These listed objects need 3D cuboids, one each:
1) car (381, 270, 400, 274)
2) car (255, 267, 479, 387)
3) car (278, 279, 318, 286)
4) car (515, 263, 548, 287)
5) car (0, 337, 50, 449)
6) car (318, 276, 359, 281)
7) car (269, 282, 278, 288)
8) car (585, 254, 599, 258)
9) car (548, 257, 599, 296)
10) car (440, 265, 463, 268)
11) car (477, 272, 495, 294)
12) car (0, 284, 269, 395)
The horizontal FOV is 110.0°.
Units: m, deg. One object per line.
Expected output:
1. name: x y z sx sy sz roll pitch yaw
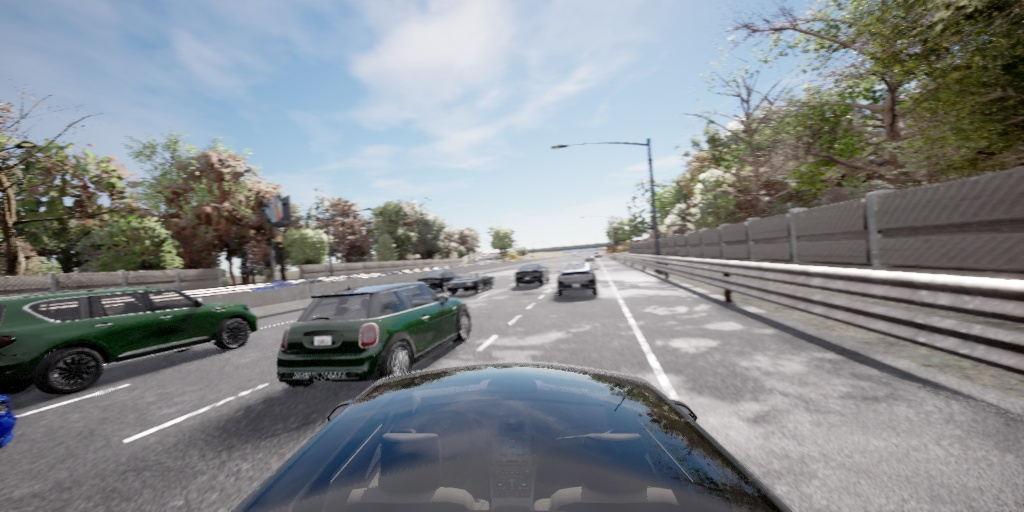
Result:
1. car: -13.449 2.434 38.967 2.097 1.767 4.553 -5 0 13
2. car: -2.531 1.343 7.776 2.097 1.767 4.553 -5 0 13
3. car: -21.031 3.196 37.088 1.837 1.490 4.892 -5 -1 13
4. car: 1.510 1.251 25.301 1.882 1.535 5.008 -5 0 13
5. car: -7.314 1.875 2.472 1.812 1.442 4.674 -5 0 13
6. car: -17.316 2.881 37.674 2.128 1.511 4.902 -5 0 13
7. car: -24.560 3.456 37.309 1.882 1.535 5.008 -5 0 13
8. car: 13.808 0.599 63.642 2.033 1.411 5.357 -5 -1 13
9. car: 3.352 1.069 18.194 2.128 1.511 4.902 -5 0 13
10. car: -5.273 1.815 26.938 1.882 1.535 5.008 -5 0 13
11. car: -2.533 1.691 23.239 1.895 1.301 4.718 -5 0 13
12. car: -9.448 1.784 8.875 2.150 2.045 5.566 -5 0 13
